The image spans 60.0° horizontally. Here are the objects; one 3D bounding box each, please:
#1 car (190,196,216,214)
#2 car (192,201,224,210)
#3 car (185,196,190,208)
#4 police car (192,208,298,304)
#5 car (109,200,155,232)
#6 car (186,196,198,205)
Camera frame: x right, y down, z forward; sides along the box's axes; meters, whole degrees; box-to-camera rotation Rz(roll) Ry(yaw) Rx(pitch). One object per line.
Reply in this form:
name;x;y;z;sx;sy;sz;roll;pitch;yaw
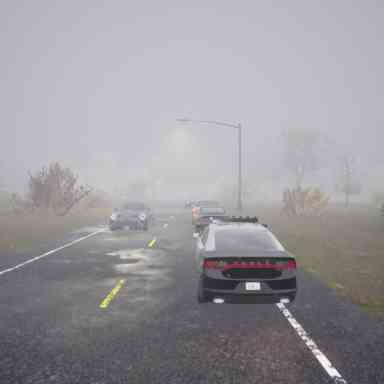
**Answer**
car;1.060;1.324;24.190;2.097;1.767;4.553;0;0;0
car;1.057;1.488;18.218;1.837;1.490;4.892;0;0;0
car;0.049;1.525;45.469;1.895;1.301;4.718;0;0;0
police car;1.053;1.419;8.327;1.930;1.638;5.238;0;0;0
car;-3.492;1.331;20.050;2.097;1.767;4.553;0;0;0
car;0.018;1.431;58.613;2.033;1.411;5.357;0;0;0
